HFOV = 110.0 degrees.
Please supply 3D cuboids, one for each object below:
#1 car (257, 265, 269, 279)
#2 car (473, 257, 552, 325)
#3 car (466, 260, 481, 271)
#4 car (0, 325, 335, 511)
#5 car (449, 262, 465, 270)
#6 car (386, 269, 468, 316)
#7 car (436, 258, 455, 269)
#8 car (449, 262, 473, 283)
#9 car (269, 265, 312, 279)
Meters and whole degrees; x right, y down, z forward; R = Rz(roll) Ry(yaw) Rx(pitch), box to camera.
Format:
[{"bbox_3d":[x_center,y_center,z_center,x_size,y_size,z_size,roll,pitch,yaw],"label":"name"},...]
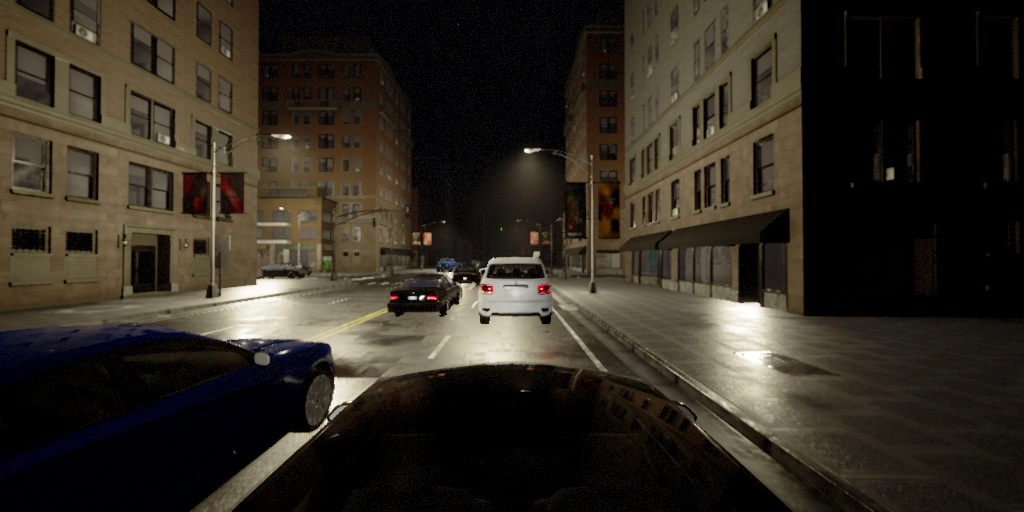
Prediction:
[{"bbox_3d":[-25.421,1.424,33.205,4.097,1.591,1.967,0,0,0],"label":"car"},{"bbox_3d":[0.097,1.060,12.345,2.150,2.045,5.566,0,0,0],"label":"car"},{"bbox_3d":[-6.577,1.577,62.214,2.097,1.767,4.553,0,0,0],"label":"car"},{"bbox_3d":[-3.153,1.234,2.533,1.882,1.535,5.008,0,0,0],"label":"car"},{"bbox_3d":[-9.810,1.788,64.241,2.033,1.411,5.357,0,0,0],"label":"car"},{"bbox_3d":[-3.156,1.395,13.868,2.033,1.411,5.357,0,0,0],"label":"car"},{"bbox_3d":[-9.845,1.384,53.996,2.150,2.045,5.566,0,0,0],"label":"car"},{"bbox_3d":[-3.427,1.432,27.336,1.882,1.535,5.008,0,0,-4],"label":"car"},{"bbox_3d":[-23.147,1.562,35.740,5.357,1.411,2.033,0,-1,0],"label":"car"}]
